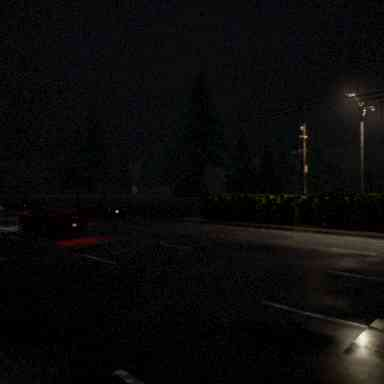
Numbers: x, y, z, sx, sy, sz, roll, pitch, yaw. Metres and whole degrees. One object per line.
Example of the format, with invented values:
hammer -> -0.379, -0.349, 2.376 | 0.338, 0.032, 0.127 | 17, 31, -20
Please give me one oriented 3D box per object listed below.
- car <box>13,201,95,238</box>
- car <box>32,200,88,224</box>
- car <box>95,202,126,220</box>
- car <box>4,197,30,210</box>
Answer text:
car -> -7.421, 1.424, 17.570 | 5.008, 1.535, 1.882 | 0, 0, 43
car -> -9.891, 1.402, 24.684 | 5.008, 1.535, 1.882 | 0, 0, 43
car -> -7.240, 1.479, 27.002 | 4.181, 1.385, 1.994 | 0, 0, 43
car -> -20.933, 1.374, 39.846 | 4.902, 1.511, 2.128 | 0, 0, 43
